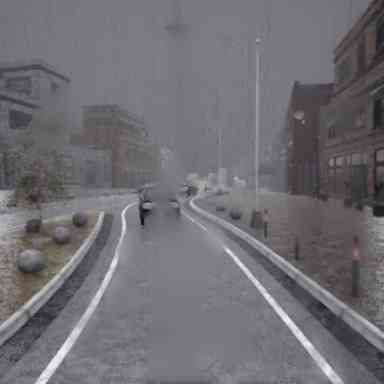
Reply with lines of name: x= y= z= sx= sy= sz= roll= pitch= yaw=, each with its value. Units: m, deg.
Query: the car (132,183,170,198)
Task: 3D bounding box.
car: x=-4.088 y=-0.210 z=34.192 sx=2.033 sy=1.411 sz=5.357 roll=1 pitch=1 yaw=14

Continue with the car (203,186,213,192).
car: x=3.562 y=-0.711 z=73.903 sx=1.895 sy=1.301 sz=4.718 roll=0 pitch=1 yaw=6

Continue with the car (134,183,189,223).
car: x=-1.701 y=0.562 z=16.550 sx=2.128 sy=1.511 sz=4.902 roll=0 pitch=4 yaw=-9

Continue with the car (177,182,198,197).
car: x=-0.649 y=-0.249 z=34.290 sx=2.128 sy=1.511 sz=4.902 roll=1 pitch=1 yaw=13
